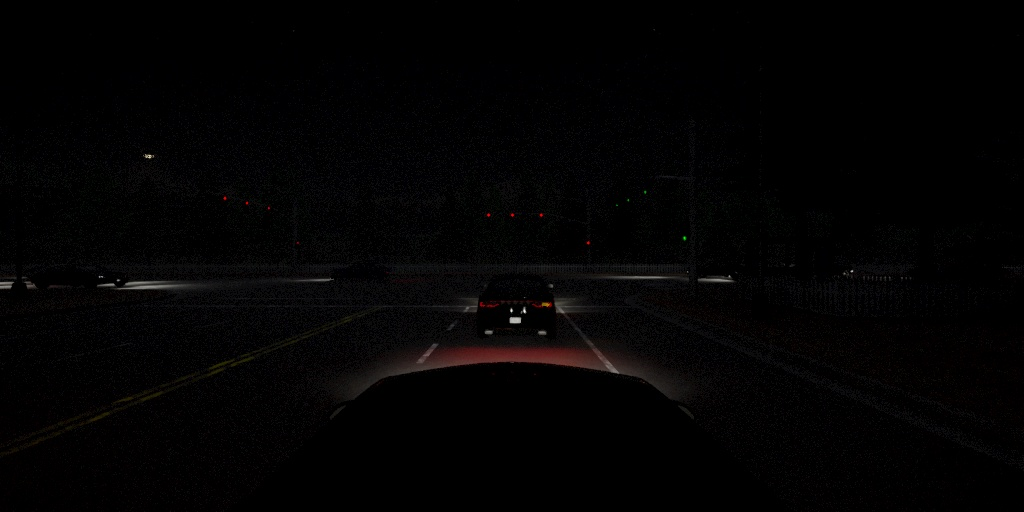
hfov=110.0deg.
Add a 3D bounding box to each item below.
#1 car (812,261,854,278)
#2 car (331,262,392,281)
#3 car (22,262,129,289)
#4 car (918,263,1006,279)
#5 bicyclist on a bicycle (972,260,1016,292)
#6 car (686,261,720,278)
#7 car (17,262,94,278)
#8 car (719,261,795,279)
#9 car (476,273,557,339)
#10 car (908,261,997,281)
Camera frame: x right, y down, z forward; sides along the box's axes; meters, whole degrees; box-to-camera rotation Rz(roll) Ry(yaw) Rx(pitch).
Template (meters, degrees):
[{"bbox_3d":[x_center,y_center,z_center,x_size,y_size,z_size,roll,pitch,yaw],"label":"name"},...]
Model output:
[{"bbox_3d":[27.749,1.186,32.317,4.902,1.511,2.128,0,0,2],"label":"car"},{"bbox_3d":[-12.233,1.230,29.205,4.674,1.442,1.812,0,0,0],"label":"car"},{"bbox_3d":[-26.568,1.220,22.073,4.674,1.442,1.812,0,0,0],"label":"car"},{"bbox_3d":[39.172,1.295,31.363,4.718,1.301,1.895,0,0,11],"label":"car"},{"bbox_3d":[22.822,0.995,17.020,0.582,1.620,1.656,0,0,0],"label":"bicyclist on a bicycle"},{"bbox_3d":[18.418,1.186,32.496,4.902,1.511,2.128,0,0,1],"label":"car"},{"bbox_3d":[-41.201,1.258,32.479,4.181,1.385,1.994,0,0,-5],"label":"car"},{"bbox_3d":[20.236,1.242,29.018,5.357,1.411,2.033,0,0,-1],"label":"car"},{"bbox_3d":[0.174,1.228,10.159,1.882,1.535,5.008,0,0,2],"label":"car"},{"bbox_3d":[34.655,1.172,28.473,5.008,1.535,1.882,-1,0,6],"label":"car"}]
